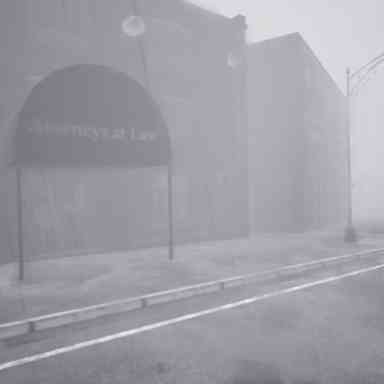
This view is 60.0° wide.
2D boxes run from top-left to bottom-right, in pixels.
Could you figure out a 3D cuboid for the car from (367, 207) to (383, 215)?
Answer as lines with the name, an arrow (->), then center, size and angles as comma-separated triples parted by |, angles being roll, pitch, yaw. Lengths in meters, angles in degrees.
car -> 32.902, 3.456, 59.943 | 2.128, 1.511, 4.902 | -1, -3, 0
